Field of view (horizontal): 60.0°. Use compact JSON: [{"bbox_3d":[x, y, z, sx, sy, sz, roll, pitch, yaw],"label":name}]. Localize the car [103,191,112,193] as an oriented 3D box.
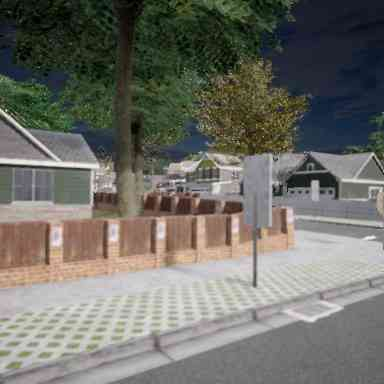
[{"bbox_3d":[-12.942,0.675,50.415,2.128,1.511,4.902,1,1,-30],"label":"car"}]
